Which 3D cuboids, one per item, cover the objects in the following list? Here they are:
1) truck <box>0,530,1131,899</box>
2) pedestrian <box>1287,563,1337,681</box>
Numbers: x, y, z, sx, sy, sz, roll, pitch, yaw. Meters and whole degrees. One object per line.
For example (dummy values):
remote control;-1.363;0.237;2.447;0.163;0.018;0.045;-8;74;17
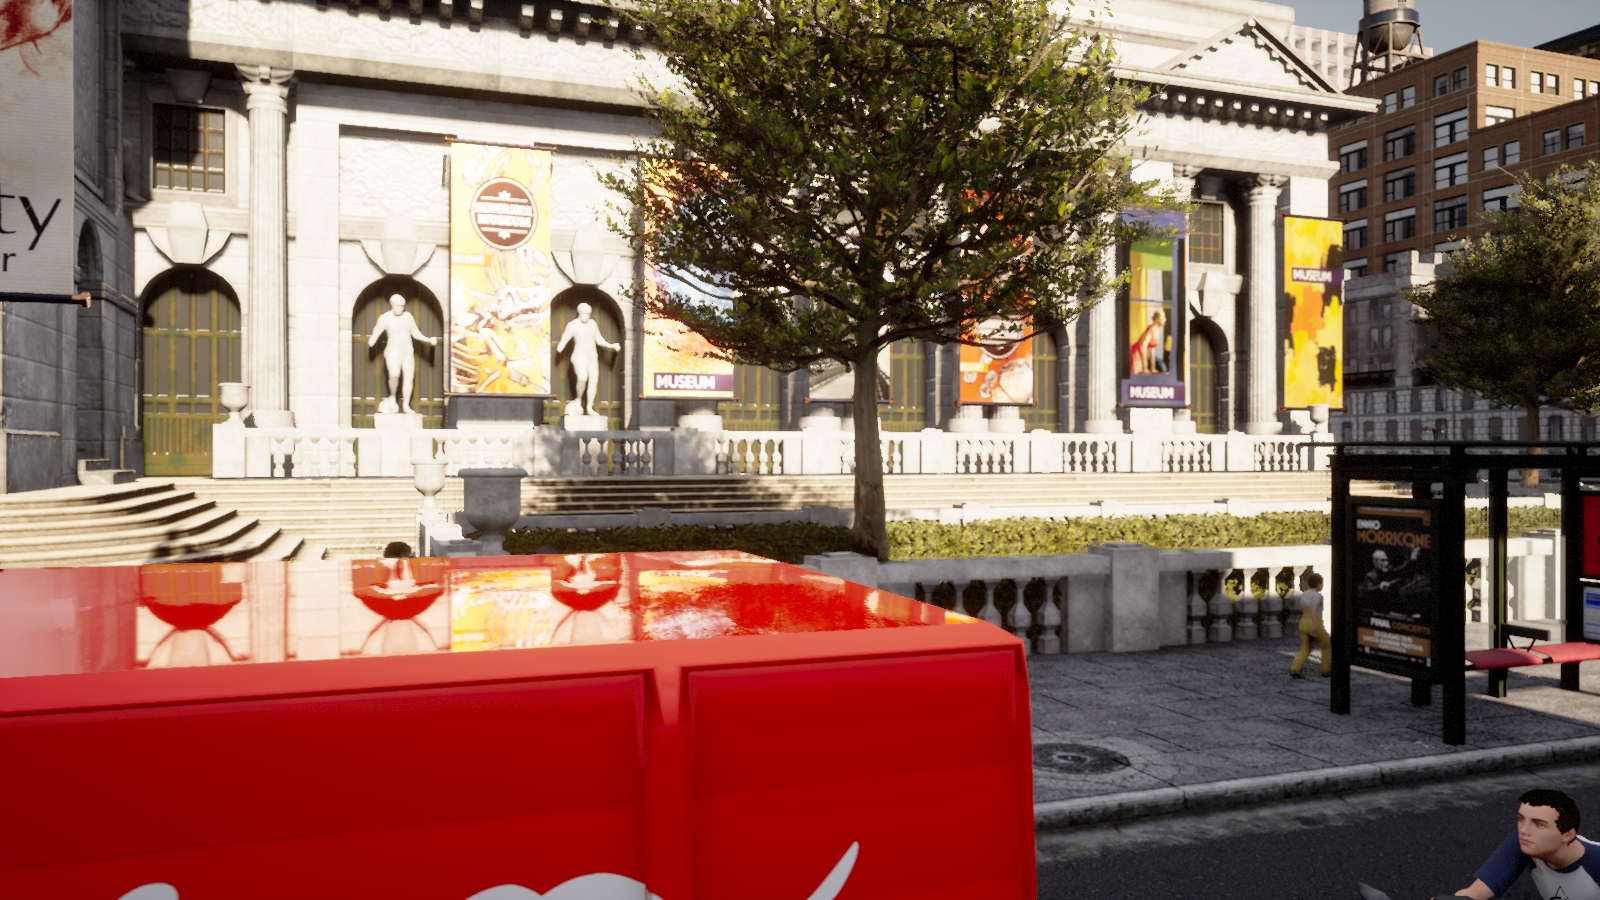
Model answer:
truck;-2.278;1.564;2.466;5.204;2.467;2.627;0;0;-20
pedestrian;5.951;1.989;13.286;0.375;1.300;0.375;0;0;-20
